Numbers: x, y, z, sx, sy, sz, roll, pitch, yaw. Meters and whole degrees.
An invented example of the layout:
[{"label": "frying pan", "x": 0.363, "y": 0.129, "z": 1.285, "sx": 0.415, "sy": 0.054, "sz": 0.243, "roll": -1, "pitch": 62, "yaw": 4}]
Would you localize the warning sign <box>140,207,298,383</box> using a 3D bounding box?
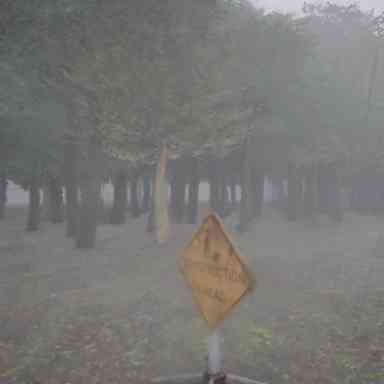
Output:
[{"label": "warning sign", "x": 0.235, "y": 1.108, "z": 3.501, "sx": 1.060, "sy": 1.860, "sz": 1.300, "roll": 1, "pitch": -1, "yaw": -36}]
